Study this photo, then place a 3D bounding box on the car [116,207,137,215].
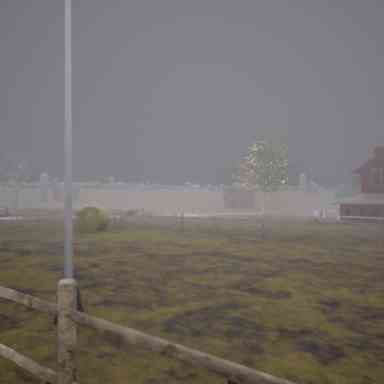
[{"bbox_3d":[-13.316,3.884,67.509,1.882,1.535,5.008,0,-3,35],"label":"car"}]
